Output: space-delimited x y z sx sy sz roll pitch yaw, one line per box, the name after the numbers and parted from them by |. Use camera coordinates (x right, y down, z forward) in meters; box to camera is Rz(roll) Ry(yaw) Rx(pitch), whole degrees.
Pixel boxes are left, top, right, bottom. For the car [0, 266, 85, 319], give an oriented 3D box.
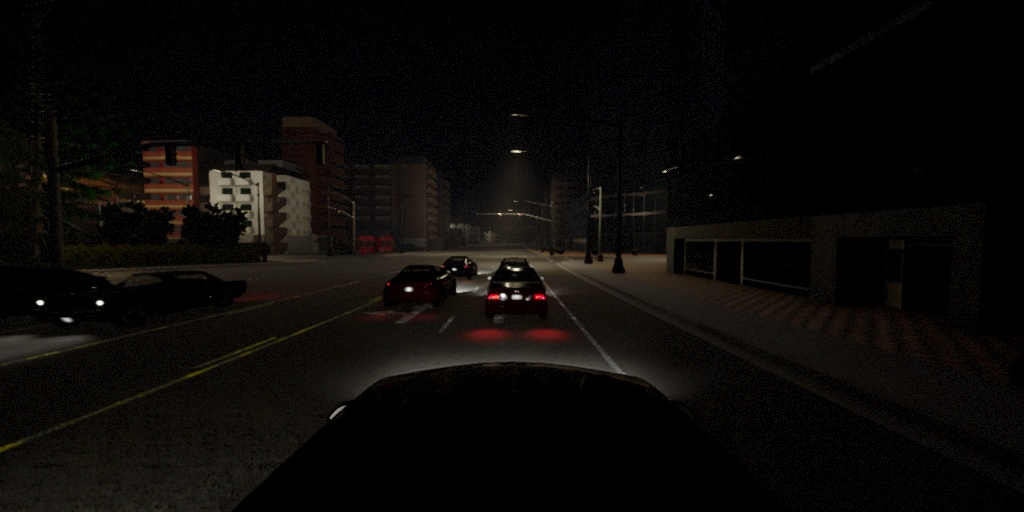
-14.010 1.071 9.666 1.837 1.490 4.892 0 1 1 | car

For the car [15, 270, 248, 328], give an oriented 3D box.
-10.494 1.138 10.674 1.895 1.301 4.718 0 2 1 | car

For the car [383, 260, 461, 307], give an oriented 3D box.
-3.366 1.016 13.770 1.994 1.385 4.181 0 1 0 | car

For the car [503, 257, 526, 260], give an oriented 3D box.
0.170 0.717 22.761 1.895 1.301 4.718 0 2 1 | car

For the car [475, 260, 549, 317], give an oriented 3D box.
0.133 1.054 11.881 2.033 1.411 5.357 0 2 0 | car

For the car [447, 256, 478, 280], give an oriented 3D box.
-3.336 0.675 22.825 1.994 1.385 4.181 0 2 1 | car
